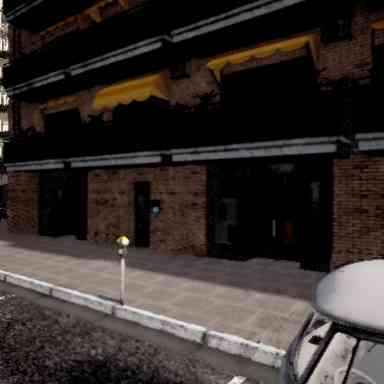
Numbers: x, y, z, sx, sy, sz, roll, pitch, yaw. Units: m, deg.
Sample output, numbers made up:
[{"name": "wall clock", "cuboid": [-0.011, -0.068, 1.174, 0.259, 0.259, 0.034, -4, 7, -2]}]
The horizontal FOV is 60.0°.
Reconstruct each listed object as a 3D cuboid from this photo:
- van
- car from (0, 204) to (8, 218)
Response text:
[{"name": "van", "cuboid": [2.248, 1.342, 1.262, 3.998, 1.788, 1.690, 0, 0, 35]}, {"name": "car", "cuboid": [-16.913, 1.753, 29.698, 1.887, 1.381, 4.507, 0, -1, 36]}]
